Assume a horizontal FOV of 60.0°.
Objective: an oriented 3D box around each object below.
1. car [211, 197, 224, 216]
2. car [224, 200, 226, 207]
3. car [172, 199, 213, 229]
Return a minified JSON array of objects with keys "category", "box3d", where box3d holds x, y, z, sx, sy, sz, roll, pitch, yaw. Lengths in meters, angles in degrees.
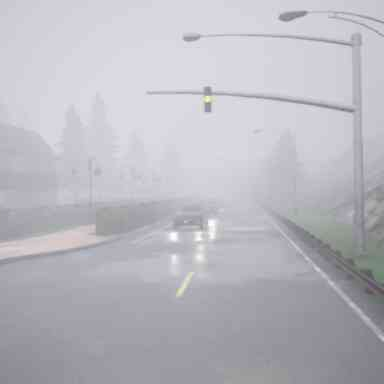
[{"category":"car","box3d":[1.553,1.438,32.012,2.128,1.511,4.902,-1,0,9]},{"category":"car","box3d":[3.576,1.445,45.256,2.033,1.411,5.357,-1,0,9]},{"category":"car","box3d":[0.000,1.489,21.743,1.837,1.490,4.892,-1,0,9]}]
